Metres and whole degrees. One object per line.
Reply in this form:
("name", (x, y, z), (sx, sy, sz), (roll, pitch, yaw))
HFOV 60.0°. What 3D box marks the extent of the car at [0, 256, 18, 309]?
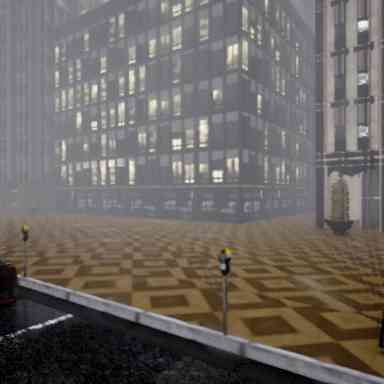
("car", (-5.114, 1.549, 6.521), (4.313, 1.339, 1.947), (0, 0, 35))
